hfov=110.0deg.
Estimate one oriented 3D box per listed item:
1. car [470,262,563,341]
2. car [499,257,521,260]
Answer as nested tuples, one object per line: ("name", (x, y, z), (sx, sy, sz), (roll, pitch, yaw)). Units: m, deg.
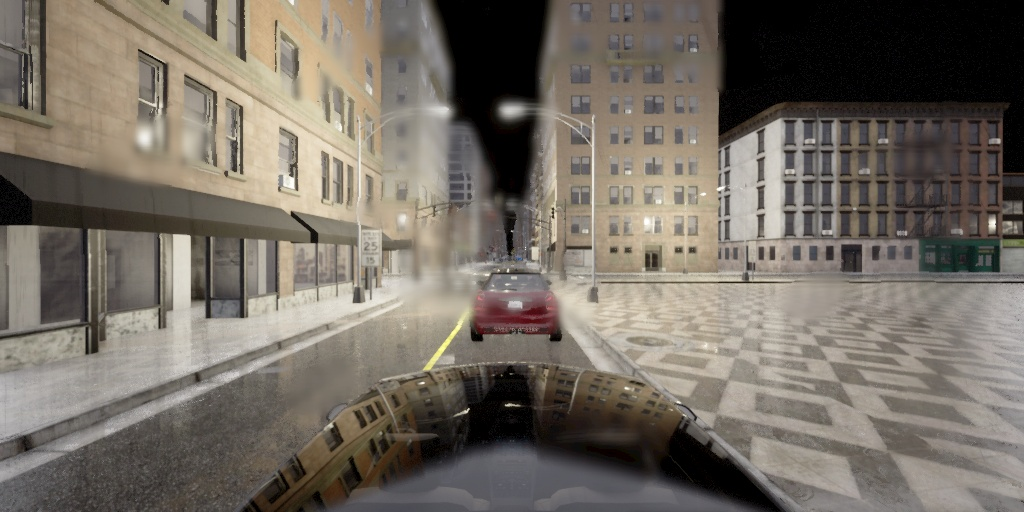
("car", (0.102, 1.101, 9.977), (2.097, 1.767, 4.553), (0, 0, 0))
("car", (0.051, 1.099, 19.793), (2.097, 1.767, 4.553), (0, 0, -1))
